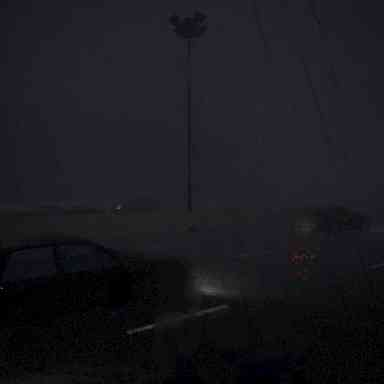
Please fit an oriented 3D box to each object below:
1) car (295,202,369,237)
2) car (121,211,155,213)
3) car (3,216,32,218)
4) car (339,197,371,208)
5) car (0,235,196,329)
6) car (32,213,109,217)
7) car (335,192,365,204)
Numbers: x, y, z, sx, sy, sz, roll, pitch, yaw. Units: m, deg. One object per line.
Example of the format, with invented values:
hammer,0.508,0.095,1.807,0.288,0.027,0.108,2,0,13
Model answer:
car,7.545,1.445,17.716,4.892,1.490,1.837,0,0,-35
car,-5.181,1.302,30.381,4.553,1.767,2.097,0,0,-35
car,-10.231,1.583,22.487,4.718,1.301,1.895,0,0,-35
car,22.464,1.436,45.761,4.718,1.301,1.895,0,0,-35
car,-2.549,1.542,6.226,5.357,1.411,2.033,0,0,-36
car,-7.186,1.542,20.357,4.181,1.385,1.994,0,0,-35
car,27.509,1.015,57.878,5.566,2.045,2.150,0,0,-35
